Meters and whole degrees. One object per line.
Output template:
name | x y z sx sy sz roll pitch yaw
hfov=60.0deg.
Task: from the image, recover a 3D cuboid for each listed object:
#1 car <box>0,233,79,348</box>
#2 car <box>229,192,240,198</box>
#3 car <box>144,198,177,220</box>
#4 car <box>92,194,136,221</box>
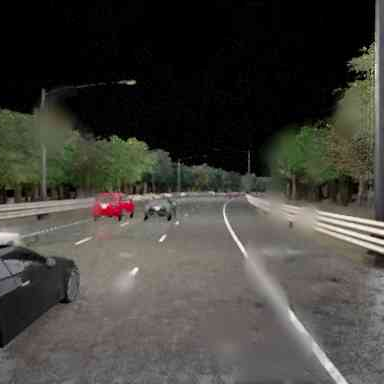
car | -3.326 1.526 5.206 1.812 1.442 4.674 0 0 1
car | 10.463 0.820 84.753 1.812 1.442 4.674 0 1 12
car | -2.424 1.251 26.757 2.097 1.767 4.553 0 1 4
car | -5.996 1.127 26.027 2.150 2.045 5.566 0 1 4
